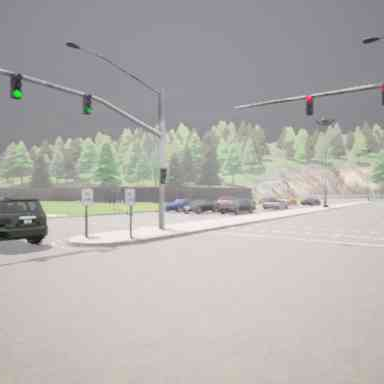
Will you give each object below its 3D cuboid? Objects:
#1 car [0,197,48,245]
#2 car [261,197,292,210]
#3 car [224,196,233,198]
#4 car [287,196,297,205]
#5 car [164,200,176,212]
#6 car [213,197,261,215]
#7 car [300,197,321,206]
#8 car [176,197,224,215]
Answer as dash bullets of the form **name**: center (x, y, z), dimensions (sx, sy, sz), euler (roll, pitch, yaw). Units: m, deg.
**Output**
- **car**: center (-8.499, 1.231, 14.354), dimensions (5.566, 2.045, 2.150), euler (0, 0, 36)
- **car**: center (10.638, 1.609, 42.296), dimensions (1.895, 1.301, 4.718), euler (0, 0, 36)
- **car**: center (6.327, 1.513, 42.323), dimensions (1.837, 1.490, 4.892), euler (0, 1, 36)
- **car**: center (15.836, 1.487, 55.311), dimensions (1.882, 1.535, 5.008), euler (0, 0, 37)
- **car**: center (-1.151, 1.491, 38.003), dimensions (1.882, 1.535, 5.008), euler (0, 0, 36)
- **car**: center (4.694, 1.556, 34.153), dimensions (2.033, 1.411, 5.357), euler (0, 0, 36)
- **car**: center (19.405, 1.555, 54.247), dimensions (2.033, 1.411, 5.357), euler (0, 0, 37)
- **car**: center (0.909, 1.503, 34.912), dimensions (2.128, 1.511, 4.902), euler (0, 0, 36)
